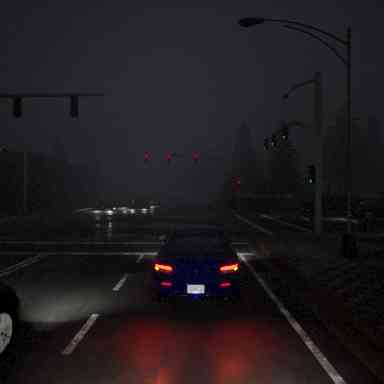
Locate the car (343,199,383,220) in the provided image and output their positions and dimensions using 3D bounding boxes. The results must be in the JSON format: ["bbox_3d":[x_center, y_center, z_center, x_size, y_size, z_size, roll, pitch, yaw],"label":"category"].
[{"bbox_3d":[15.885,1.547,27.619,5.357,1.411,2.033,0,0,0],"label":"car"}]

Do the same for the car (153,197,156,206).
[{"bbox_3d":[-7.133,1.505,55.507,1.837,1.490,4.892,0,0,0],"label":"car"}]

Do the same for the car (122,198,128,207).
[{"bbox_3d":[-10.646,1.601,51.404,1.895,1.301,4.718,0,0,0],"label":"car"}]

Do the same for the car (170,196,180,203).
[{"bbox_3d":[-3.479,1.477,69.609,1.882,1.535,5.008,0,0,0],"label":"car"}]

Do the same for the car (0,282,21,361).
[{"bbox_3d":[-3.442,1.505,2.966,1.837,1.490,4.892,0,0,0],"label":"car"}]

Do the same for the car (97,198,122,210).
[{"bbox_3d":[-10.643,1.526,42.306,1.812,1.442,4.674,0,0,0],"label":"car"}]

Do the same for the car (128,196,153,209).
[{"bbox_3d":[-7.147,1.352,46.365,2.097,1.767,4.553,0,0,0],"label":"car"}]

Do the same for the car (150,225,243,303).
[{"bbox_3d":[0.131,1.526,8.100,1.812,1.442,4.674,0,0,2],"label":"car"}]

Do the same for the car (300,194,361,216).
[{"bbox_3d":[13.063,1.222,31.118,5.566,2.045,2.150,0,0,0],"label":"car"}]
